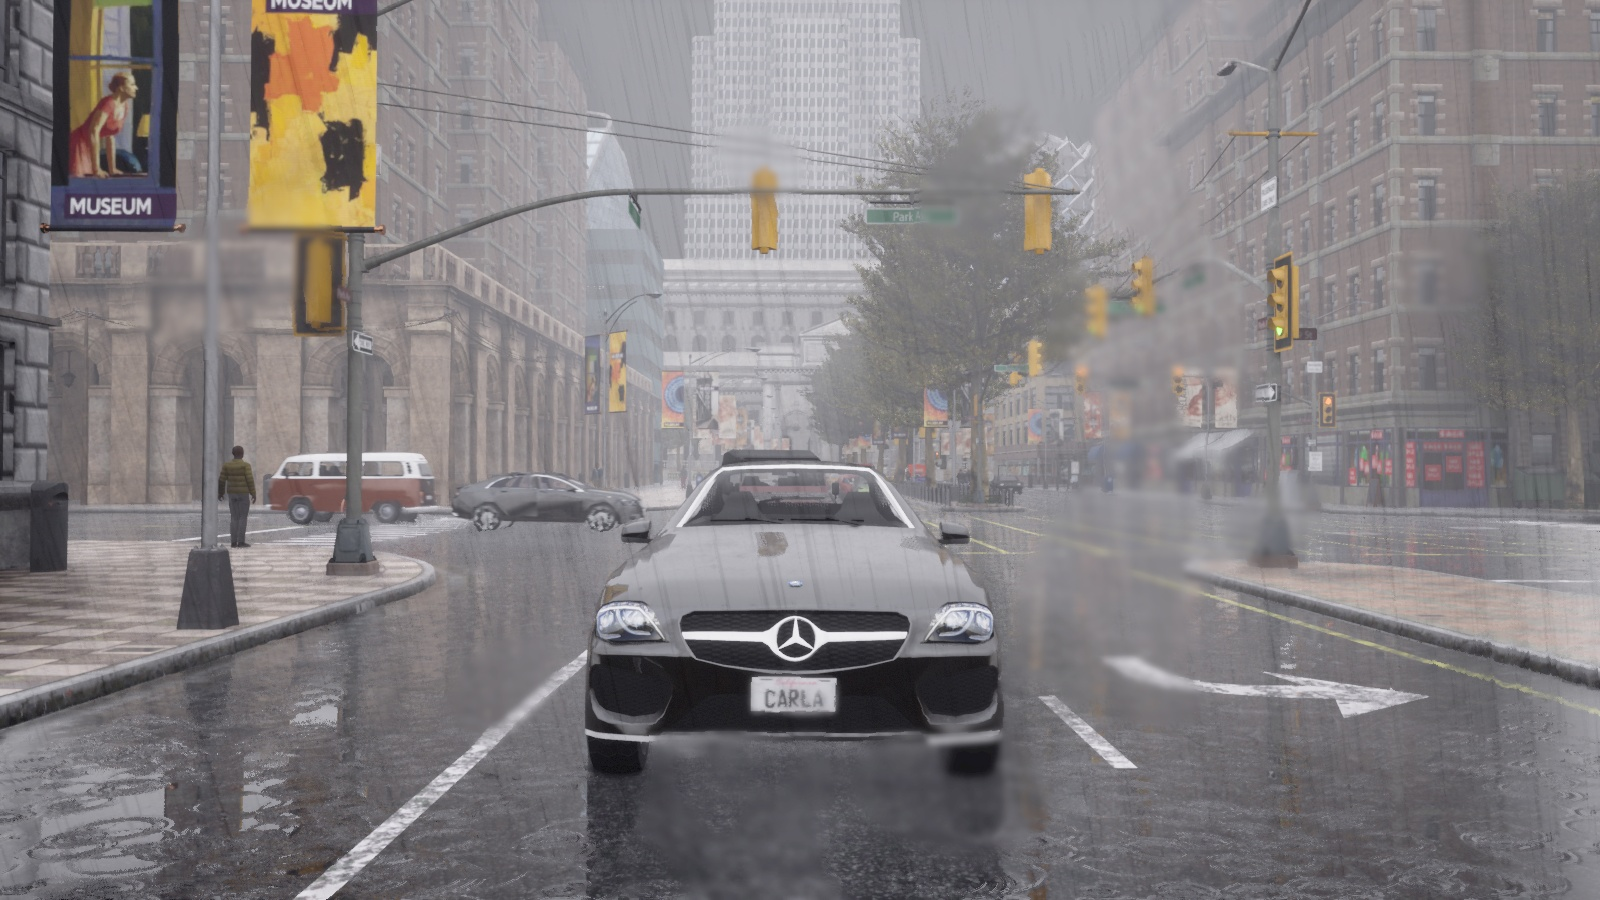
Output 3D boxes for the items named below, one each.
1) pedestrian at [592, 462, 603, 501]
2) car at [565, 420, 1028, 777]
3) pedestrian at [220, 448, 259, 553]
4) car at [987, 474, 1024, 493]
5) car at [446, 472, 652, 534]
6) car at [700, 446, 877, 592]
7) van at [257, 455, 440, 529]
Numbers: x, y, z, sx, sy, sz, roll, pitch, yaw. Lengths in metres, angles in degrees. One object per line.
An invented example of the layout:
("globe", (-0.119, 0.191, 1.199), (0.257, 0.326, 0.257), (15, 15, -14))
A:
("pedestrian", (-10.197, 1.570, 63.151), (0.423, 1.949, 0.788), (0, -1, 0))
("car", (-0.025, 0.733, 8.363), (2.152, 1.651, 5.027), (0, -1, 0))
("pedestrian", (-9.985, 0.886, 22.381), (0.370, 1.835, 0.726), (0, -1, 1))
("car", (14.748, 2.369, 90.302), (1.895, 1.301, 4.718), (0, -1, 0))
("car", (-6.373, 1.338, 32.356), (4.902, 1.511, 2.128), (0, -1, -1))
("car", (-0.294, 0.918, 18.273), (1.905, 1.878, 3.866), (0, -1, -11))
("van", (-12.802, 1.189, 35.801), (4.480, 2.038, 2.069), (0, -1, 0))
